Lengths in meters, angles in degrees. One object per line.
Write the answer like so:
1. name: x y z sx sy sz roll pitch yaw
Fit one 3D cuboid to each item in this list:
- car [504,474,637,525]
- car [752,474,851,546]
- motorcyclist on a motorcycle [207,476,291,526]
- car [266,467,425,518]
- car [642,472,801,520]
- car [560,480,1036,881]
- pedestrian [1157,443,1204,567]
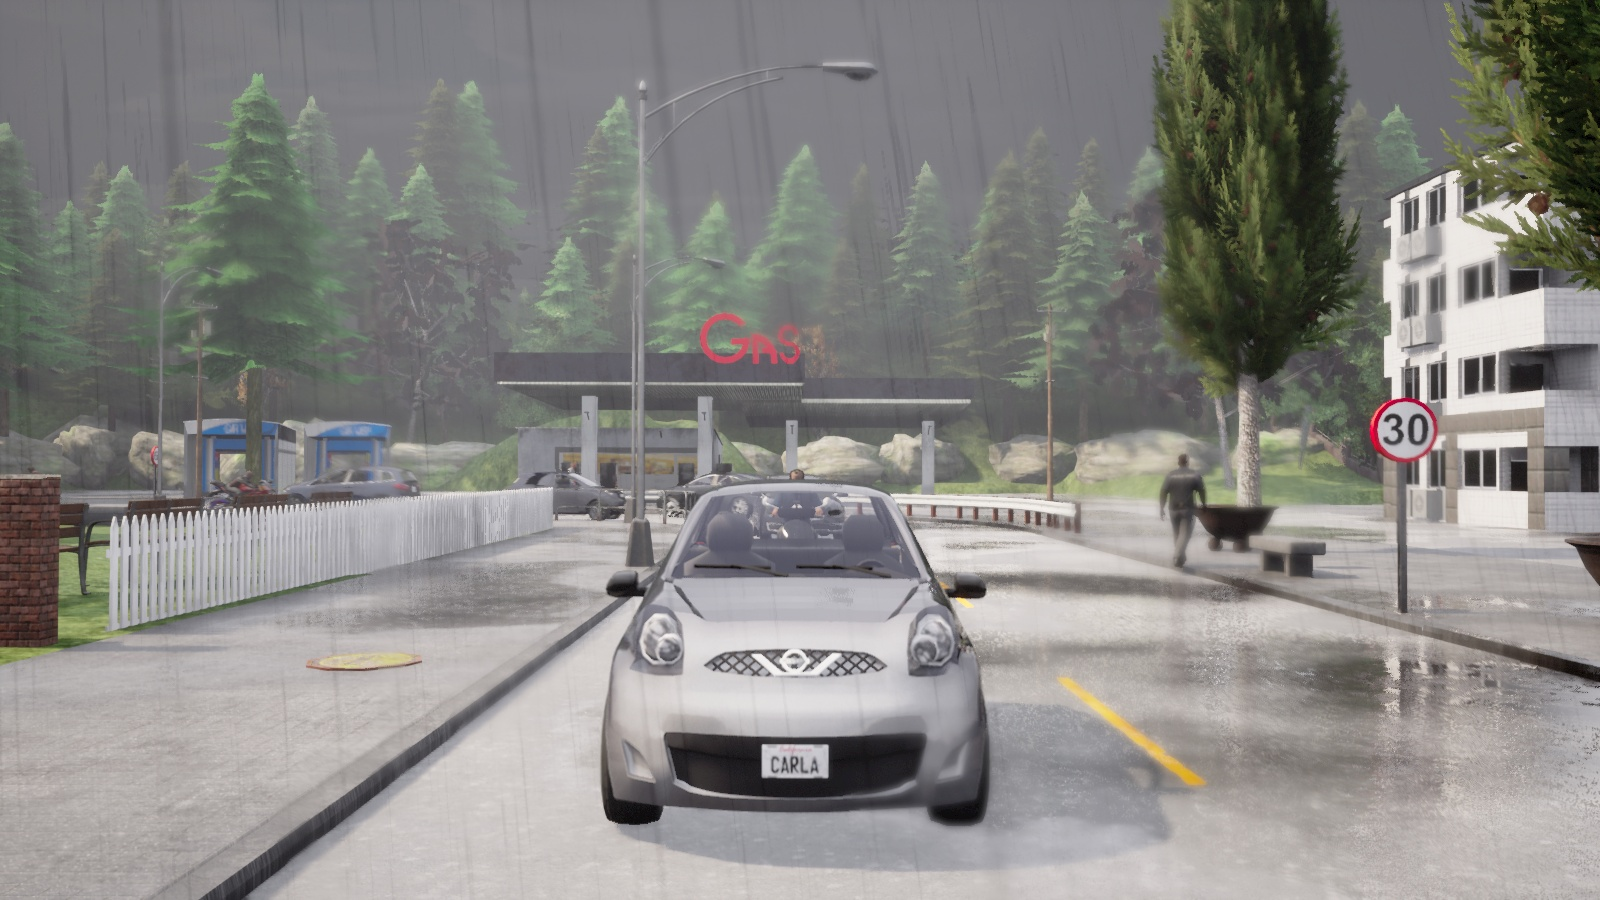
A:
1. car: -7.002 1.503 38.527 3.633 1.501 1.845 0 -1 7
2. car: -0.066 1.299 28.593 1.837 1.490 4.892 0 -1 -5
3. motorcyclist on a motorcycle: -17.018 1.568 38.805 2.191 1.530 0.866 0 -1 0
4. car: -15.417 1.438 42.827 4.611 1.667 2.242 0 -1 0
5. car: -2.610 1.475 41.286 4.902 1.511 2.128 -1 -1 34
6. car: -0.012 0.939 6.697 1.845 1.501 3.633 0 -1 0
7. pedestrian: 5.905 0.837 19.470 0.563 1.883 0.849 -1 -1 26
